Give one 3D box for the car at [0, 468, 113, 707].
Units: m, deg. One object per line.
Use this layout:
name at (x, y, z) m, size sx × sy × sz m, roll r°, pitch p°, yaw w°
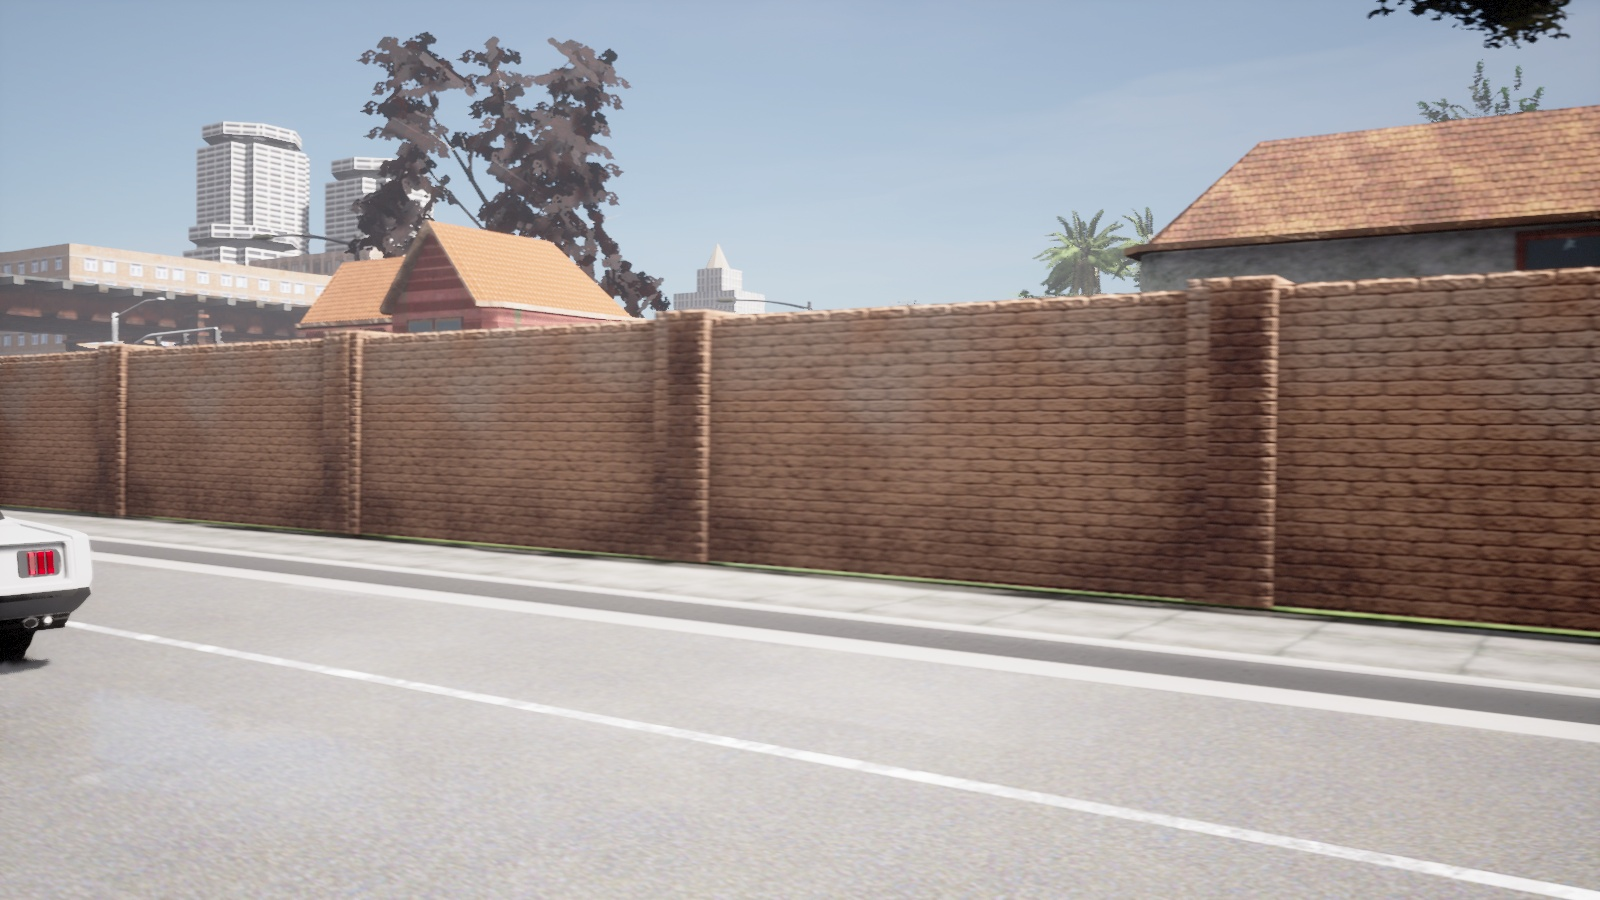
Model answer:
car at (-6.598, 0.782, 8.009) m, size 4.718 × 1.301 × 1.895 m, roll 0°, pitch 1°, yaw 34°
